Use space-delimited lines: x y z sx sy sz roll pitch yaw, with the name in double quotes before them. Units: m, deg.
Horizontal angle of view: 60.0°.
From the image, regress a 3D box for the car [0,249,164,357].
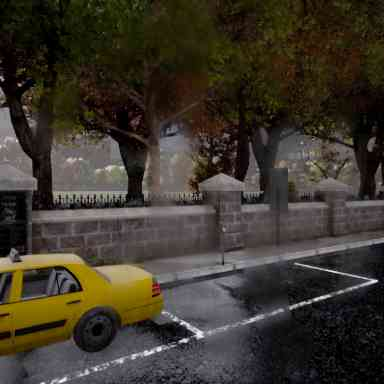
"car" -2.749 1.525 4.598 4.829 1.417 1.752 0 0 -35
